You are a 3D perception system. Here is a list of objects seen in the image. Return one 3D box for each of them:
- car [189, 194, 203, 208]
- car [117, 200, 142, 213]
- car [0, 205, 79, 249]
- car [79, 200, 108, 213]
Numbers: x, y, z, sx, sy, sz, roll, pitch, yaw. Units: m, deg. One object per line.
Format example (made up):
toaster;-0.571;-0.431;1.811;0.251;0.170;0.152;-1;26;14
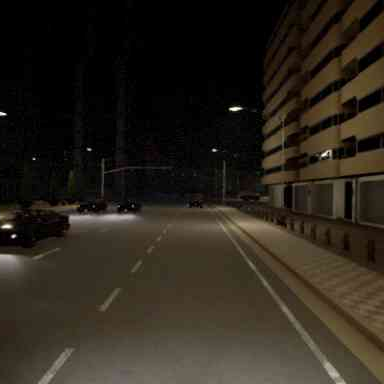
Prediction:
car;0.536;1.498;47.879;2.128;1.511;4.902;1;0;0
car;-6.556;1.501;35.243;1.895;1.301;4.718;1;0;1
car;-6.932;1.443;14.258;2.033;1.411;5.357;1;0;1
car;-10.087;1.449;33.990;1.895;1.301;4.718;1;0;1
